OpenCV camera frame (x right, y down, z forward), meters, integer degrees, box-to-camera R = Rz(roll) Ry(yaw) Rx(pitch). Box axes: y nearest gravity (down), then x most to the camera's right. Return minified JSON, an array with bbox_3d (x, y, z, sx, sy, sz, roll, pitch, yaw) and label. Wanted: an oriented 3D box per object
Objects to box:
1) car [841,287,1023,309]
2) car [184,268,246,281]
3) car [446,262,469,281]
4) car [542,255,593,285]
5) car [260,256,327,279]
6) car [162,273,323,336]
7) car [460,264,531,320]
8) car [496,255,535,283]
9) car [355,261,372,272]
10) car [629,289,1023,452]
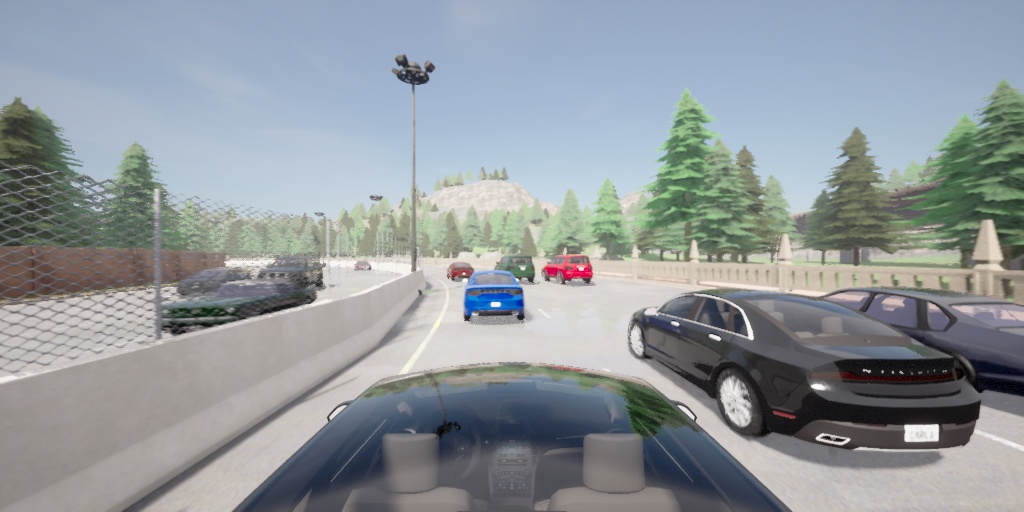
[{"bbox_3d":[6.867,1.270,6.422,2.033,1.411,5.357,0,0,-3],"label":"car"},{"bbox_3d":[-16.307,1.380,19.928,1.994,1.385,4.181,0,0,-13],"label":"car"},{"bbox_3d":[-4.476,1.247,30.647,1.882,1.535,5.008,0,0,-16],"label":"car"},{"bbox_3d":[3.967,0.956,26.310,2.150,2.045,5.566,0,0,-13],"label":"car"},{"bbox_3d":[-13.045,1.024,21.550,2.150,2.045,5.566,0,0,-13],"label":"car"},{"bbox_3d":[-7.695,1.382,10.662,1.895,1.301,4.718,0,0,-6],"label":"car"},{"bbox_3d":[-0.720,1.231,12.689,1.882,1.535,5.008,0,0,-6],"label":"car"},{"bbox_3d":[0.105,0.972,27.423,2.150,2.045,5.566,0,0,-14],"label":"car"},{"bbox_3d":[-20.619,1.360,49.668,1.812,1.442,4.674,0,0,-31],"label":"car"},{"bbox_3d":[3.350,1.241,5.435,1.837,1.490,4.892,0,0,-2],"label":"car"}]
